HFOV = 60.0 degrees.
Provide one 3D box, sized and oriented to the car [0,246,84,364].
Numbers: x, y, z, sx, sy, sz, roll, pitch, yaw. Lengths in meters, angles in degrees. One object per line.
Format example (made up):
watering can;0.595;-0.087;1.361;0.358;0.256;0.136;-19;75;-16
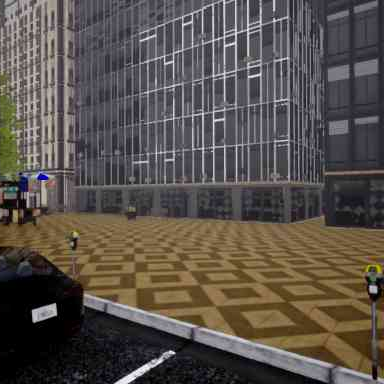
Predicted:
car;-3.557;1.566;5.423;4.313;1.339;1.947;0;0;36
